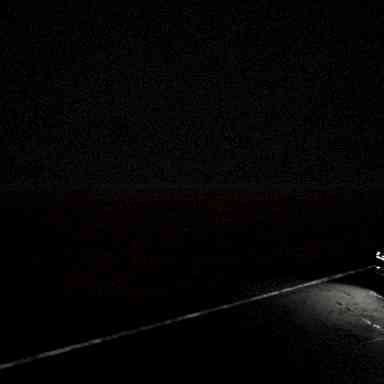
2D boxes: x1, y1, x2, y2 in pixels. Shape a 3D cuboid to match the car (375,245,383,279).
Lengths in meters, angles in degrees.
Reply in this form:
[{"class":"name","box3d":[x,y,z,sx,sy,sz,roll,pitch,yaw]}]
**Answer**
[{"class":"car","box3d":[6.603,1.456,8.576,4.892,1.490,1.837,0,0,-35]}]
